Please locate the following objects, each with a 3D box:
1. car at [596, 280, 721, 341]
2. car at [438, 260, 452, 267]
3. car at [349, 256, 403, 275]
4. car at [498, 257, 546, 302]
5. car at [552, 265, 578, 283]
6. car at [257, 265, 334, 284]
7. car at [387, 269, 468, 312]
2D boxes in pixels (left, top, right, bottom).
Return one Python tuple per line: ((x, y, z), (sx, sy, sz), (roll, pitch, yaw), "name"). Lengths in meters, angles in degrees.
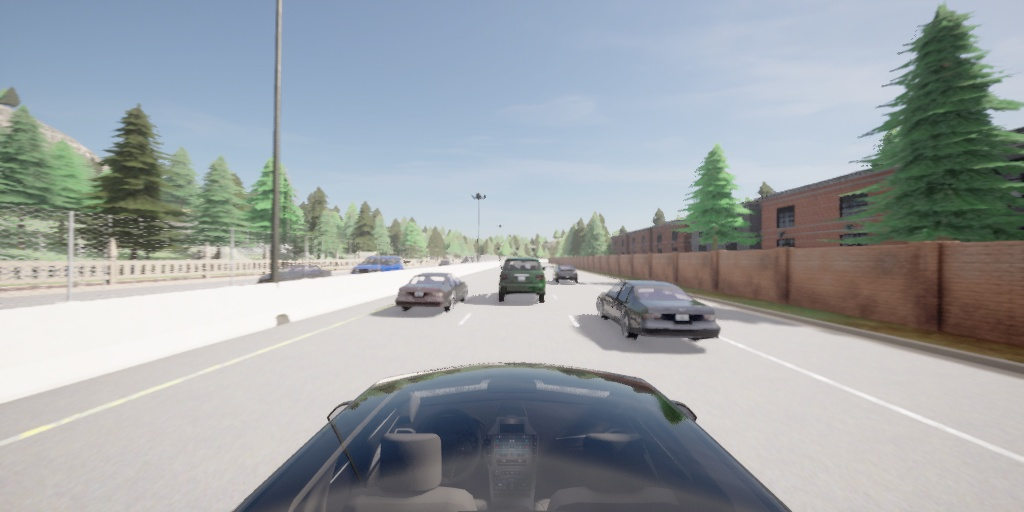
((3.793, 1.400, 10.317), (2.033, 1.411, 5.357), (1, 0, 2), "car")
((-11.875, 1.540, 64.031), (1.837, 1.490, 4.892), (1, 0, 2), "car")
((-9.816, 1.015, 26.541), (2.150, 2.045, 5.566), (1, 0, 2), "car")
((0.530, 1.087, 18.063), (2.150, 2.045, 5.566), (1, 0, 3), "car")
((4.544, 1.491, 31.057), (2.128, 1.511, 4.902), (1, 0, 2), "car")
((-13.456, 1.272, 22.775), (2.033, 1.411, 5.357), (1, 0, 2), "car")
((-3.055, 1.345, 14.584), (2.033, 1.411, 5.357), (1, 0, 2), "car")
